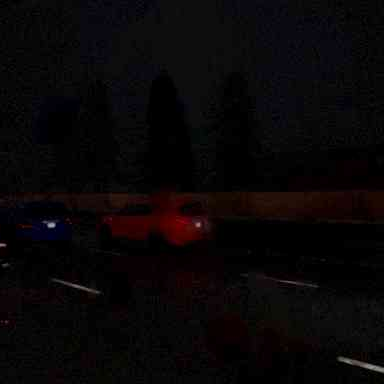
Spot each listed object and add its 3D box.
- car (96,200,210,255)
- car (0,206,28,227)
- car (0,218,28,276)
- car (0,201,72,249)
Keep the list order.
[{"bbox_3d":[-1.833,1.368,14.373,5.566,2.045,2.150,-1,-1,39],"label":"car"},{"bbox_3d":[-15.340,1.888,27.059,2.033,1.411,5.357,0,-1,-43],"label":"car"},{"bbox_3d":[-7.033,1.621,9.645,4.902,1.511,2.128,-1,-1,40],"label":"car"},{"bbox_3d":[-7.421,1.400,14.541,5.566,2.045,2.150,-1,-1,41],"label":"car"}]
